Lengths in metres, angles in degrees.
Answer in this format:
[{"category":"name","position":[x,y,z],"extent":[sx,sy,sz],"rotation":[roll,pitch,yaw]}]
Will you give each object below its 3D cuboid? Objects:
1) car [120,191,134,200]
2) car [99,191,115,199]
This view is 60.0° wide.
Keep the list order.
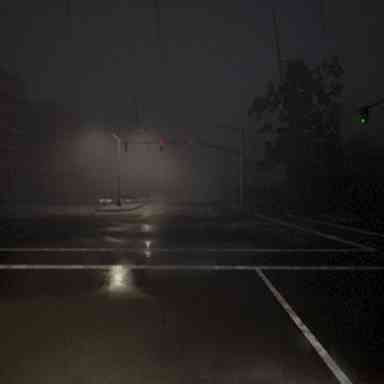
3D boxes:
[{"category":"car","position":[-11.454,0.581,58.623],"extent":[2.033,1.411,5.357],"rotation":[0,1,1]},{"category":"car","position":[-14.957,0.595,58.746],"extent":[1.994,1.385,4.181],"rotation":[0,1,1]}]
